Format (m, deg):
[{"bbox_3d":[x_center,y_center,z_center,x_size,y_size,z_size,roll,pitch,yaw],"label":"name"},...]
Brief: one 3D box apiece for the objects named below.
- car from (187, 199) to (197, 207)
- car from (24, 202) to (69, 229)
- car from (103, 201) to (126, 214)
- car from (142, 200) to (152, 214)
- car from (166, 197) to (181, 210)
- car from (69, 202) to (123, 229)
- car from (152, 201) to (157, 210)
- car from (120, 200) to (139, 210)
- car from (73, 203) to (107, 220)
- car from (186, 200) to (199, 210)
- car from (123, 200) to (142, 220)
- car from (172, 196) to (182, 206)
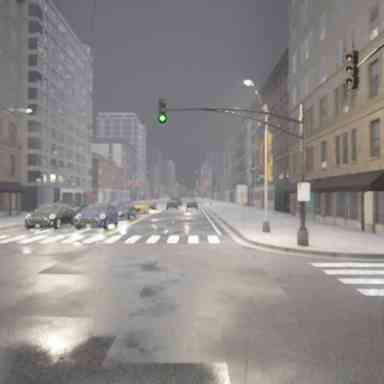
[{"bbox_3d":[0.014,2.180,64.343,1.812,1.442,4.674,0,-1,0],"label":"car"},{"bbox_3d":[-9.834,1.596,23.449,2.097,1.767,4.553,0,-1,0],"label":"car"},{"bbox_3d":[-9.824,1.961,42.364,1.812,1.442,4.674,0,-1,0],"label":"car"},{"bbox_3d":[-6.571,1.908,41.787,1.882,1.535,5.008,0,-1,0],"label":"car"},{"bbox_3d":[-3.140,2.056,53.921,1.837,1.490,4.892,0,0,0],"label":"car"},{"bbox_3d":[-6.584,1.596,23.447,2.097,1.767,4.553,0,-1,0],"label":"car"},{"bbox_3d":[-6.555,2.053,51.638,1.812,1.442,4.674,0,-1,1],"label":"car"},{"bbox_3d":[-9.799,2.029,52.661,2.128,1.511,4.902,0,-1,0],"label":"car"},{"bbox_3d":[-9.830,1.840,32.419,1.837,1.490,4.892,0,-1,0],"label":"car"},{"bbox_3d":[0.012,2.056,53.925,1.837,1.490,4.892,0,-1,0],"label":"car"},{"bbox_3d":[-6.576,1.826,32.284,2.128,1.511,4.902,0,-1,0],"label":"car"},{"bbox_3d":[-3.149,1.889,65.756,2.150,2.045,5.566,0,-1,0],"label":"car"}]
